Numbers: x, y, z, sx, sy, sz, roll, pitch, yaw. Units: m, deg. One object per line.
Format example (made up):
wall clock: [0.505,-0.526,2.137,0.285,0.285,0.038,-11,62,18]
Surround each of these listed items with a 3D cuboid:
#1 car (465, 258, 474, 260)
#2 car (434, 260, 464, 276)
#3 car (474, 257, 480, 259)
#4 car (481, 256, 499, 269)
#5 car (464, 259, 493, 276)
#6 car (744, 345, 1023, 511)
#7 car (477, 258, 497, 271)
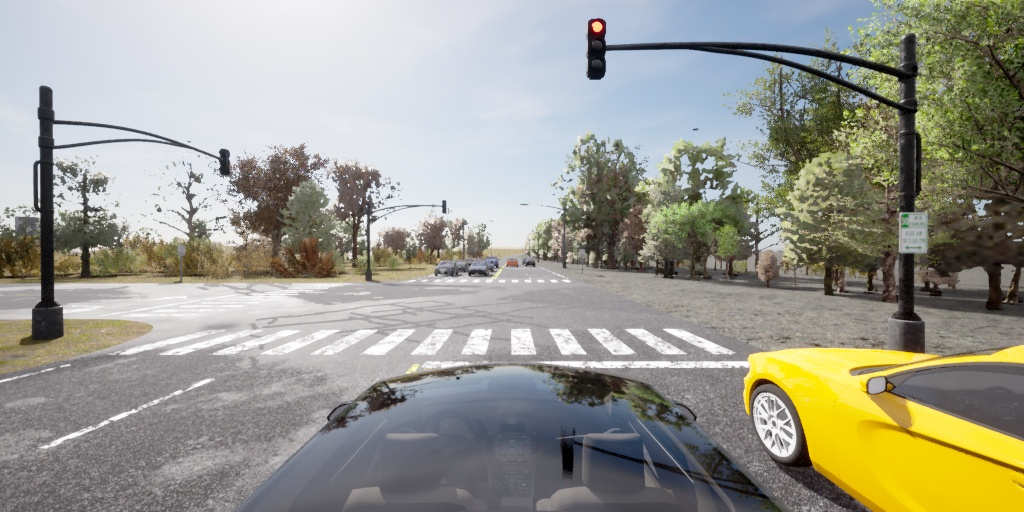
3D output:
car: [-6.581,1.243,45.752,2.128,1.511,4.902,0,0,0]
car: [-6.586,1.242,36.465,2.128,1.511,4.902,0,0,0]
car: [-6.572,1.106,55.781,2.097,1.767,4.553,0,0,0]
car: [-3.318,0.977,58.375,2.150,2.045,5.566,0,0,0]
car: [-3.338,1.298,36.687,2.033,1.411,5.357,0,0,0]
car: [3.363,1.195,1.745,1.882,1.535,5.008,0,1,0]
car: [-3.330,1.315,45.922,1.994,1.385,4.181,0,0,0]
